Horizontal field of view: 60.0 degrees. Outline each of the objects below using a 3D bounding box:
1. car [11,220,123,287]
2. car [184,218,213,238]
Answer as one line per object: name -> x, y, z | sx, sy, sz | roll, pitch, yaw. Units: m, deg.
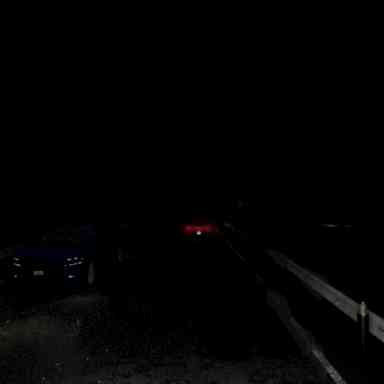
car -> -3.440, 1.669, 10.076 | 1.882, 1.535, 5.008 | 0, -2, 1
car -> 0.456, 2.453, 23.454 | 1.895, 1.301, 4.718 | 0, -3, 1
